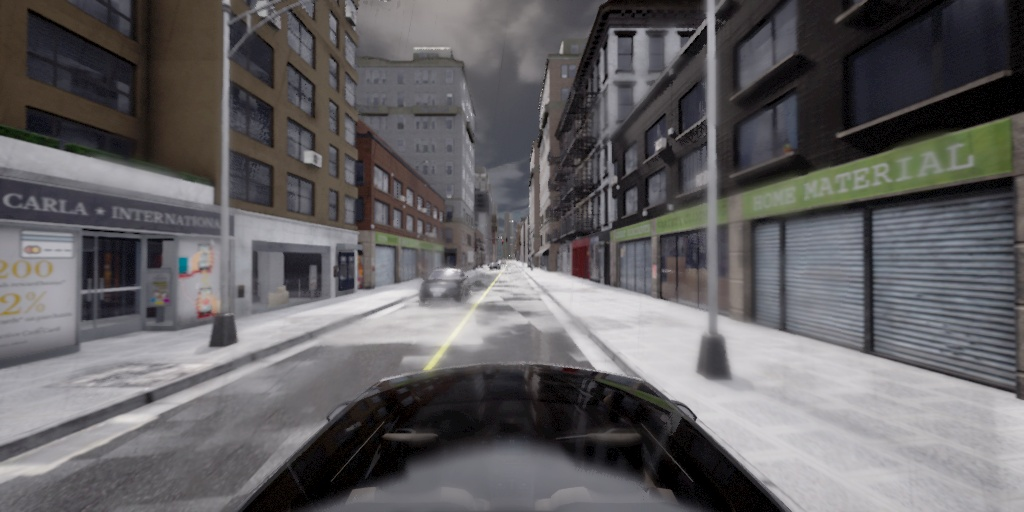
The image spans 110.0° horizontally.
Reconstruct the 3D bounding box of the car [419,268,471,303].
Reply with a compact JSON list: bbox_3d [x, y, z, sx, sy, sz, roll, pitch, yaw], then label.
[{"bbox_3d":[-3.121,1.361,17.413,2.128,1.511,4.902,0,0,0],"label":"car"}]
